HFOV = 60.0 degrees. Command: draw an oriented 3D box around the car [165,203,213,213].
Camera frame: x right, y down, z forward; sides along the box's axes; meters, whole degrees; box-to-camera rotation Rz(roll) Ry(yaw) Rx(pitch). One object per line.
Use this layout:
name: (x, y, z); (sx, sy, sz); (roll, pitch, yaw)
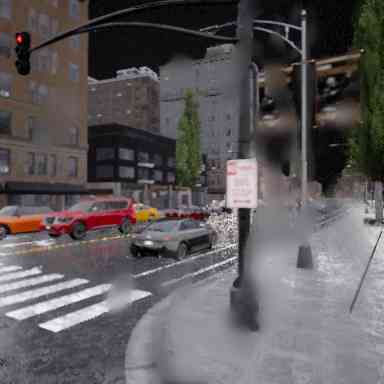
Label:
car: (-0.428, 1.815, 26.801); (1.895, 1.301, 4.718); (0, -1, 31)

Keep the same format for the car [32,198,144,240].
car: (-5.496, 1.378, 18.467); (2.150, 2.045, 5.566); (0, -1, 33)

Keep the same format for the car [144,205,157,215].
car: (-4.721, 1.695, 25.997); (1.882, 1.535, 5.008); (0, 0, 31)

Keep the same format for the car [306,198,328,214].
car: (15.339, 1.853, 40.563); (2.033, 1.411, 5.357); (0, -1, 30)

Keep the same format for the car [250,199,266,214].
car: (7.272, 1.664, 39.781); (2.097, 1.767, 4.553); (0, -1, 30)

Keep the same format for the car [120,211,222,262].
car: (-0.555, 1.662, 12.761); (1.994, 1.385, 4.181); (0, -1, 26)

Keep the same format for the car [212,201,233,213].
car: (3.175, 1.805, 39.190); (2.128, 1.511, 4.902); (0, 0, 30)

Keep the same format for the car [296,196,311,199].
car: (17.135, 1.620, 50.695); (2.150, 2.045, 5.566); (0, -1, 28)

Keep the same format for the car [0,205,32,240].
car: (-9.546, 1.516, 18.144); (2.097, 1.767, 4.553); (0, -1, 33)

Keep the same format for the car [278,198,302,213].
car: (12.176, 1.825, 41.577); (1.837, 1.490, 4.892); (0, -1, 30)
